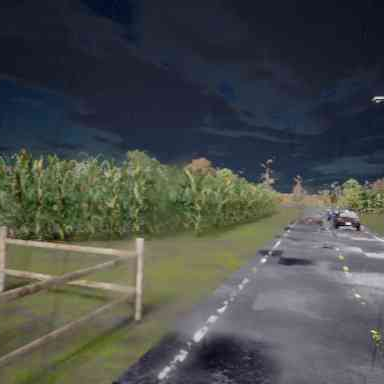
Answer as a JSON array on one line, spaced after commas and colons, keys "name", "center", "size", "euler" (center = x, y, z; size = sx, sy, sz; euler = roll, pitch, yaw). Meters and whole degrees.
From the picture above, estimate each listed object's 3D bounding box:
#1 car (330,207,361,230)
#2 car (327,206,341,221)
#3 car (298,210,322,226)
[{"name": "car", "center": [12.944, 2.344, 27.969], "size": [1.812, 1.442, 4.674], "euler": [2, -1, 20]}, {"name": "car", "center": [16.821, 2.432, 38.504], "size": [2.097, 1.767, 4.553], "euler": [2, -1, 21]}, {"name": "car", "center": [11.049, 2.353, 31.013], "size": [1.994, 1.385, 4.181], "euler": [2, -1, 20]}]
